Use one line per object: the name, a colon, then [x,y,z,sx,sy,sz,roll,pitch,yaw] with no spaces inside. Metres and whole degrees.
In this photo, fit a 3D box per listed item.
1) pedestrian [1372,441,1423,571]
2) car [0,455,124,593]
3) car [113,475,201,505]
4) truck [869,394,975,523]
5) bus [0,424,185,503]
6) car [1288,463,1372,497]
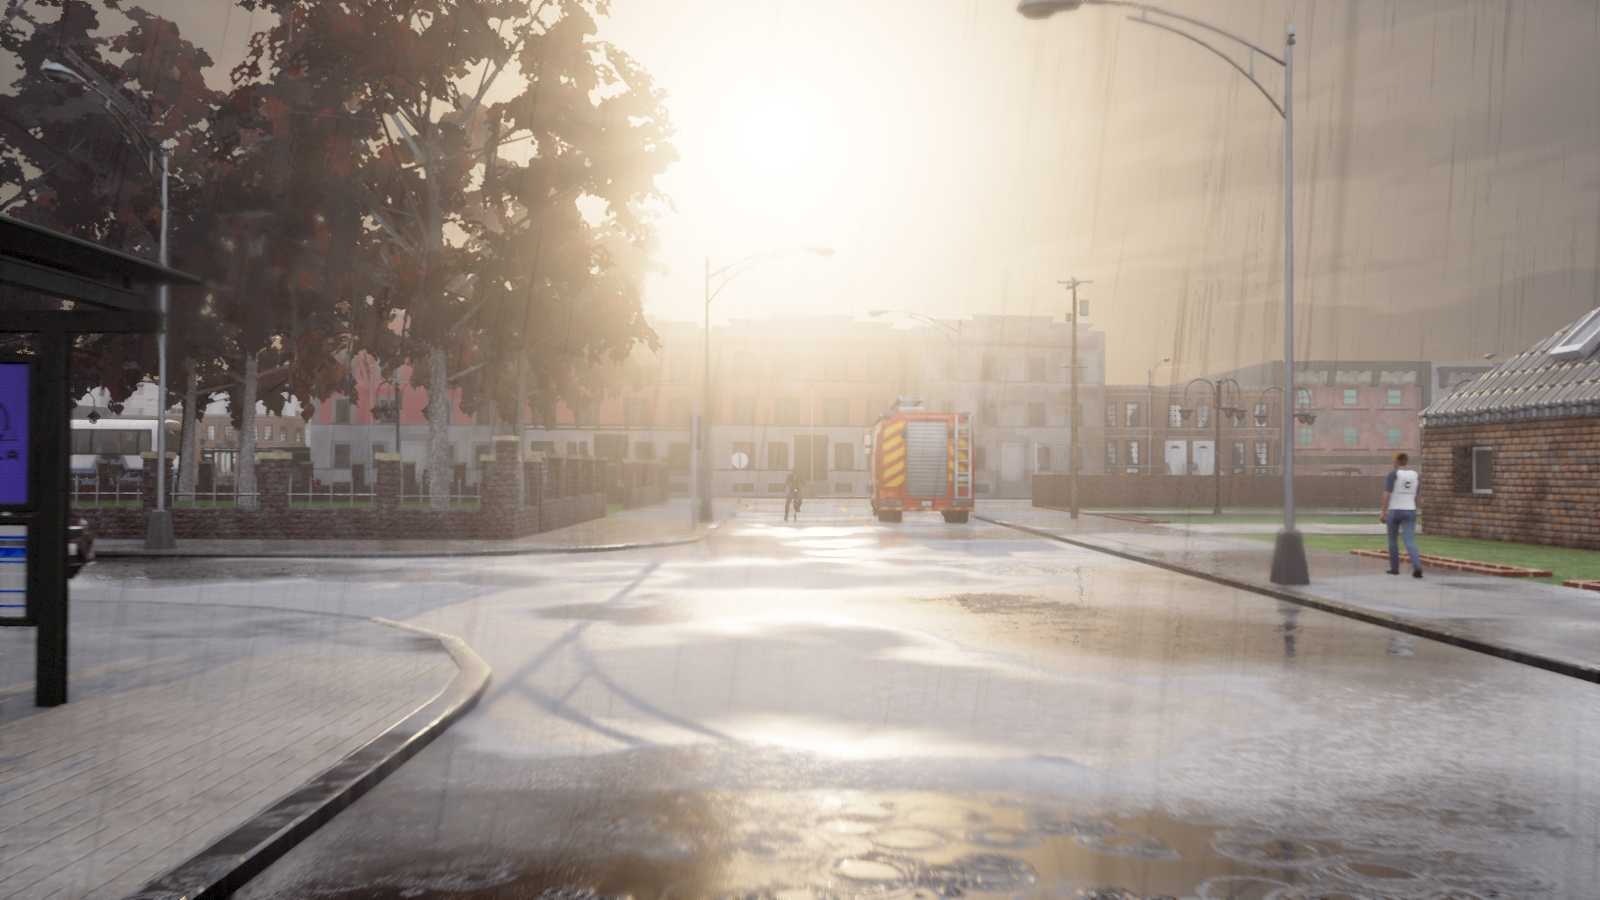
pedestrian: [8.583,0.792,18.048,0.354,1.836,0.706,0,-1,-2]
car: [-11.759,0.910,16.079,5.027,1.651,2.152,0,-1,0]
car: [-33.390,2.055,65.306,3.633,1.501,1.845,0,-1,0]
truck: [3.873,0.333,41.725,2.891,3.827,8.468,0,-1,1]
bus: [-40.079,0.759,69.308,10.273,4.253,3.944,0,-1,0]
car: [29.293,1.657,69.492,3.866,1.878,1.905,0,-1,0]
